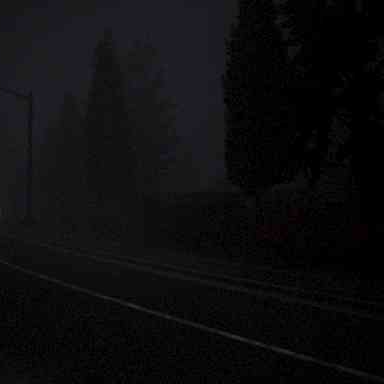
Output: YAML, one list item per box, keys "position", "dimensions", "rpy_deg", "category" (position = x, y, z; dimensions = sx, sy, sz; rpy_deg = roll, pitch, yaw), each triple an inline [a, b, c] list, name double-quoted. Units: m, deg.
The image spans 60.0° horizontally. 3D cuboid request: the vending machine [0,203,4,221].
- position: [-22.187, 2.282, 37.939]
  dimensions: [1.100, 2.100, 0.880]
  rpy_deg: [2, -3, -29]
  category: "vending machine"
